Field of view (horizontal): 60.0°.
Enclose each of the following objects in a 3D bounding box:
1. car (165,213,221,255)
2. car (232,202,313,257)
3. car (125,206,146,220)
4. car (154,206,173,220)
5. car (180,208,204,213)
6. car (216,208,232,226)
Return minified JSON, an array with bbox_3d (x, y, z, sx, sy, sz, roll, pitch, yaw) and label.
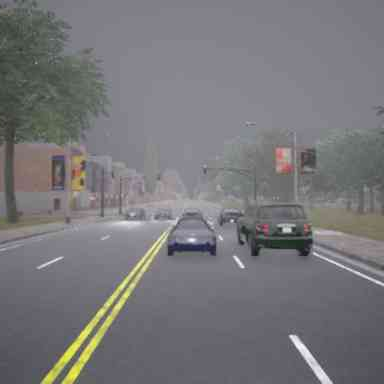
[{"bbox_3d":[0.002,1.798,14.354,1.994,1.385,4.181,0,-1,0],"label":"car"},{"bbox_3d":[3.251,1.444,14.054,2.150,2.045,5.566,0,-1,0],"label":"car"},{"bbox_3d":[-6.506,2.411,38.671,2.128,1.511,4.902,0,-2,0],"label":"car"},{"bbox_3d":[-3.256,2.429,38.657,1.837,1.490,4.892,0,-2,0],"label":"car"},{"bbox_3d":[0.003,2.144,29.324,1.837,1.490,4.892,0,-1,0],"label":"car"},{"bbox_3d":[3.253,2.144,29.327,1.837,1.490,4.892,0,-1,0],"label":"car"}]
